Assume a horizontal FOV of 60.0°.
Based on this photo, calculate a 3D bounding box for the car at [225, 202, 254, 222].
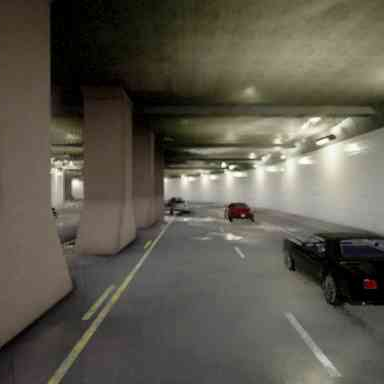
[{"bbox_3d":[3.596,1.491,25.620,1.812,1.442,4.674,0,0,0],"label":"car"}]

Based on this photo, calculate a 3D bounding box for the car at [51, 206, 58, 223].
[{"bbox_3d":[-10.601,1.496,22.406,1.812,1.442,4.674,0,0,0],"label":"car"}]

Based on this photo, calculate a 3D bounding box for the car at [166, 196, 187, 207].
[{"bbox_3d":[-2.462,1.423,51.877,2.128,1.511,4.902,0,0,-16],"label":"car"}]

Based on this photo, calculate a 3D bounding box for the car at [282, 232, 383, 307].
[{"bbox_3d":[3.603,1.590,7.880,1.895,1.301,4.718,0,0,0],"label":"car"}]

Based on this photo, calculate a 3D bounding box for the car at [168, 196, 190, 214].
[{"bbox_3d":[-1.311,1.480,34.872,1.812,1.442,4.674,0,0,-3],"label":"car"}]
